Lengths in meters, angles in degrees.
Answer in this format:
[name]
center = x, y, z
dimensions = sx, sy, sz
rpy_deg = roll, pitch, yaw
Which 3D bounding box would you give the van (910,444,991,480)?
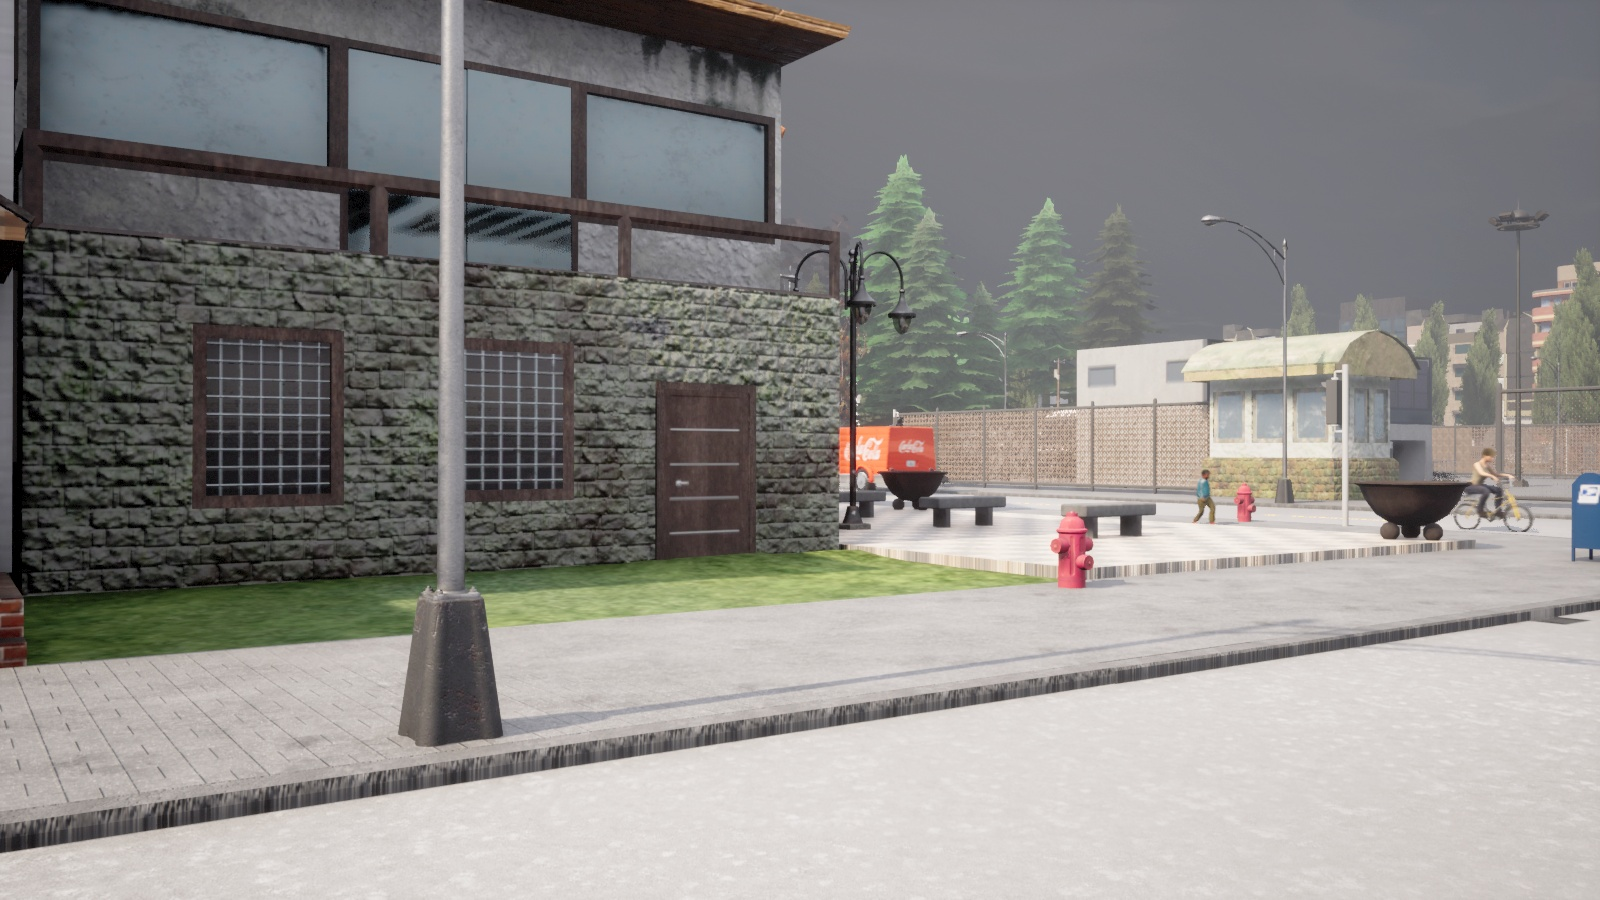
[van]
center = 8.448, 0.651, 70.230
dimensions = 4.442, 1.987, 1.775
rpy_deg = 0, 0, -35

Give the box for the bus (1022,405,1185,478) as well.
[bus]
center = 18.819, -0.482, 77.448
dimensions = 10.273, 4.253, 3.944
rpy_deg = 0, 0, -35

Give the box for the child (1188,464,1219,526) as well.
[child]
center = 7.830, 0.864, 24.352
dimensions = 0.343, 1.192, 0.448
rpy_deg = 0, 0, -35

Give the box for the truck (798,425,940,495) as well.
[truck]
center = 2.496, 0.367, 46.907
dimensions = 2.627, 2.467, 5.204
rpy_deg = 0, 0, -35

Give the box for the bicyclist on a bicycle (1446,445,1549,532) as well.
[bicyclist on a bicycle]
center = 13.423, 0.712, 24.187
dimensions = 0.866, 1.612, 1.509
rpy_deg = 0, 0, -35
